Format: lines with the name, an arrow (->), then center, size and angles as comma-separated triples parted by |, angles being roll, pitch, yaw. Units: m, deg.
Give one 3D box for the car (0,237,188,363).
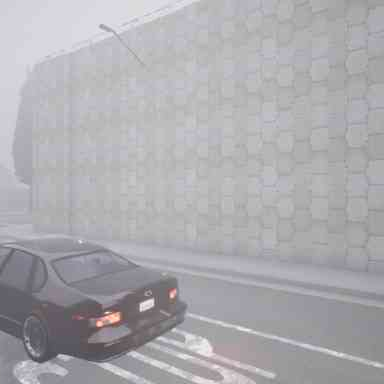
car -> -2.648, 1.547, 5.865 | 5.357, 1.411, 2.033 | 0, 0, 35
